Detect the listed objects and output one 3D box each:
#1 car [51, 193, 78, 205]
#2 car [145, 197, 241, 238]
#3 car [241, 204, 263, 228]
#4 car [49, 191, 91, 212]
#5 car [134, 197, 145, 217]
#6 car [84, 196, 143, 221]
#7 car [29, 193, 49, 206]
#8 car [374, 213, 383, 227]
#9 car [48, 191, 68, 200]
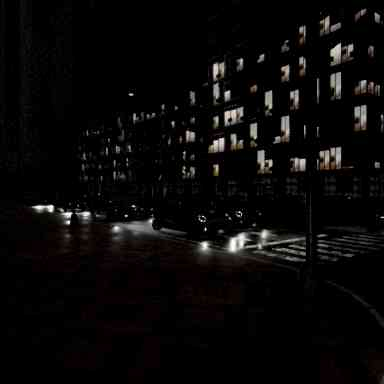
[{"bbox_3d":[-16.331,0.812,42.405,1.895,1.301,4.718,0,1,-38],"label":"car"},{"bbox_3d":[-0.095,1.124,16.481,2.097,1.767,4.553,0,1,-38],"label":"car"},{"bbox_3d":[1.891,1.104,19.212,2.097,1.767,4.553,0,1,-38],"label":"car"},{"bbox_3d":[-11.399,0.943,30.807,1.837,1.490,4.892,0,1,-38],"label":"car"},{"bbox_3d":[-3.986,1.126,26.646,2.033,1.411,5.357,0,1,-38],"label":"car"},{"bbox_3d":[-5.673,1.208,23.539,1.895,1.301,4.718,0,1,-38],"label":"car"},{"bbox_3d":[-17.600,0.817,38.745,1.994,1.385,4.181,0,1,-37],"label":"car"},{"bbox_3d":[12.245,1.448,17.439,4.674,1.442,1.812,3,3,32],"label":"car"},{"bbox_3d":[-22.592,0.540,55.880,1.895,1.301,4.718,0,1,-38],"label":"car"}]
